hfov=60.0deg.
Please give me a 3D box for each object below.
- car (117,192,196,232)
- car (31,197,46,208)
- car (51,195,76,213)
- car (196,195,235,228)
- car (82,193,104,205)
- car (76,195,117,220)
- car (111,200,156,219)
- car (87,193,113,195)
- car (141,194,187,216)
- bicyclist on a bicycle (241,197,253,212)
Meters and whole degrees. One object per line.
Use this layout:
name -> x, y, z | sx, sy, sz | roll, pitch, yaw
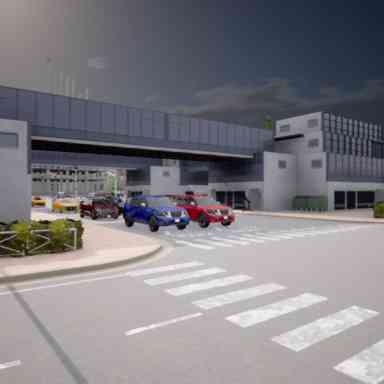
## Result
car -> -2.401, 1.219, 20.616 | 2.150, 2.045, 5.566 | 0, 0, -35
car -> -23.069, 1.476, 49.320 | 1.882, 1.535, 5.008 | 0, 0, -36
car -> -14.043, 1.475, 36.723 | 1.882, 1.535, 5.008 | 0, 0, -36
car -> 0.443, 1.218, 22.698 | 2.150, 2.045, 5.566 | 0, 0, -36
car -> -17.904, 1.217, 60.095 | 2.150, 2.045, 5.566 | 0, 0, -36
car -> -7.911, 1.350, 28.248 | 2.097, 1.767, 4.553 | 0, 0, -36
car -> -5.574, 1.544, 30.985 | 2.033, 1.411, 5.357 | 0, 0, -36
car -> -11.453, 1.349, 39.113 | 2.097, 1.767, 4.553 | 0, 0, -36
car -> -2.946, 1.217, 33.685 | 2.150, 2.045, 5.566 | 0, 0, -36
bicyclist on a bicycle -> 5.771, 1.298, 34.903 | 1.656, 1.620, 0.582 | 0, 0, -36
